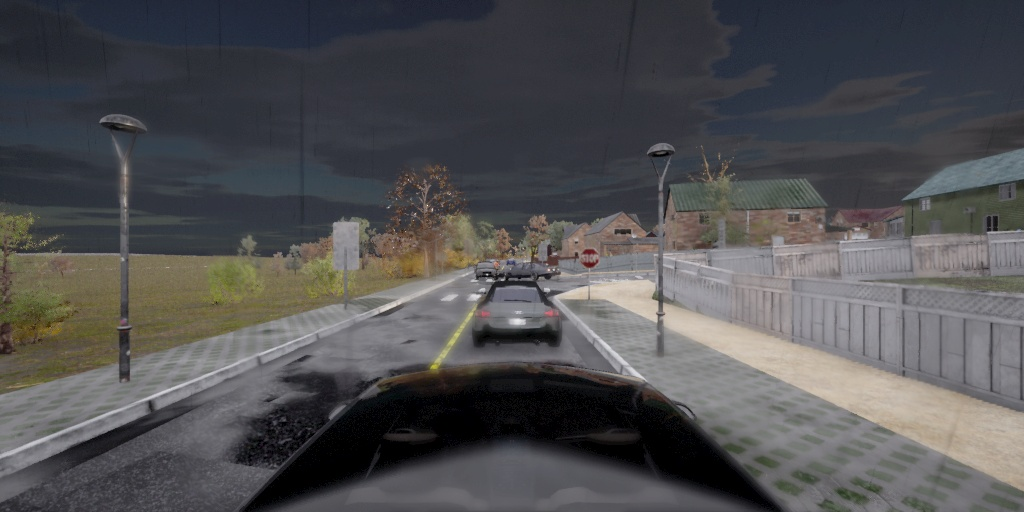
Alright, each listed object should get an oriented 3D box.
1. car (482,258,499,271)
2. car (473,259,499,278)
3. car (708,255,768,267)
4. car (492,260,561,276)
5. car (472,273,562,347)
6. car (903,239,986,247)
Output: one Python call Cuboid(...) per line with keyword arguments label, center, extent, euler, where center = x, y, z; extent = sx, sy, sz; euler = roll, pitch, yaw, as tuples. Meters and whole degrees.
Cuboid(label="car", center=(-2.982, 1.121, 51.028), extent=(2.097, 1.767, 4.553), euler=(0, 0, 0))
Cuboid(label="car", center=(-2.331, 1.258, 31.212), extent=(1.837, 1.490, 4.892), euler=(0, 0, -8))
Cuboid(label="car", center=(14.330, 0.413, 22.723), extent=(4.181, 1.385, 1.994), euler=(-3, 0, 16))
Cuboid(label="car", center=(1.264, 1.198, 28.310), extent=(5.357, 1.411, 2.033), euler=(-4, -3, 43))
Cuboid(label="car", center=(0.082, 1.313, 9.292), extent=(1.994, 1.385, 4.181), euler=(0, 0, -1))
Cuboid(label="car", center=(23.838, -0.208, 20.327), extent=(4.902, 1.511, 2.128), euler=(-3, 0, 14))
